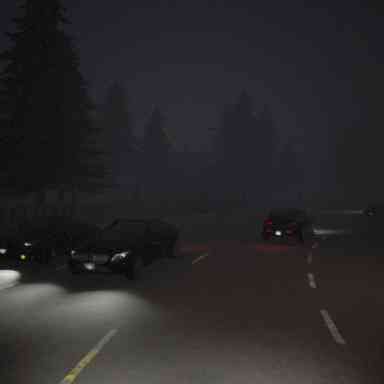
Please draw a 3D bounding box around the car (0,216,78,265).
[{"bbox_3d":[-4.890,1.533,11.559,1.994,1.385,4.181,0,0,18],"label":"car"}]

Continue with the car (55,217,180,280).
[{"bbox_3d":[-1.758,1.517,10.178,1.812,1.442,4.674,0,0,17],"label":"car"}]

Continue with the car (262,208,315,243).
[{"bbox_3d":[4.907,1.548,16.643,1.837,1.490,4.892,0,0,28],"label":"car"}]

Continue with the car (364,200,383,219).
[{"bbox_3d":[17.088,1.663,29.677,4.674,1.442,1.812,0,0,-37],"label":"car"}]
